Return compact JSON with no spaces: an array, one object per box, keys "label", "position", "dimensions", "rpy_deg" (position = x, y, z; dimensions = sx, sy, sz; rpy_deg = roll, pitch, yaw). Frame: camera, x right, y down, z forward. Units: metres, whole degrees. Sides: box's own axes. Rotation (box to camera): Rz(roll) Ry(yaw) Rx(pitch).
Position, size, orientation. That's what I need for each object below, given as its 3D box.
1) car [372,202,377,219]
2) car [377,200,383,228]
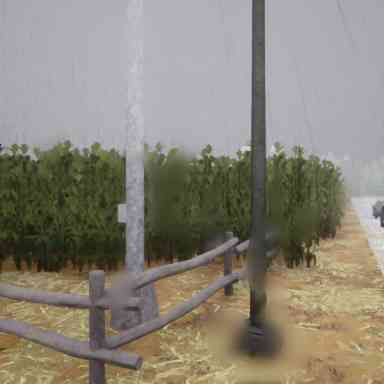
[{"label":"car","position":[16.843,1.506,28.917],"dimensions":[1.837,1.490,4.892],"rpy_deg":[0,0,25]},{"label":"car","position":[12.247,1.219,19.089],"dimensions":[2.150,2.045,5.566],"rpy_deg":[0,0,24]}]
